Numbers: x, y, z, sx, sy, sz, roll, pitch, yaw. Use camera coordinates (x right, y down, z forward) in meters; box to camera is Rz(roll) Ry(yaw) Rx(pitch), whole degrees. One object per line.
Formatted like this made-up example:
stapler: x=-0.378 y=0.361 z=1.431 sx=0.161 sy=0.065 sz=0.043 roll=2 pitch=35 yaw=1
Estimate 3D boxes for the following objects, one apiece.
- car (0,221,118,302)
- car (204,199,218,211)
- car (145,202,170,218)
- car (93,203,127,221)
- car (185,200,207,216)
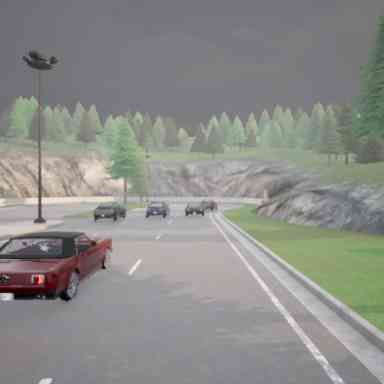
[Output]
car: x=-3.397 y=1.644 z=8.326 sx=1.895 sy=1.301 sz=4.718 roll=0 pitch=0 yaw=0
car: x=2.241 y=1.717 z=44.348 sx=2.128 sy=1.511 sz=4.902 roll=0 pitch=0 yaw=15
car: x=-3.230 y=1.689 z=32.090 sx=1.812 sy=1.442 sz=4.674 roll=0 pitch=0 yaw=2
car: x=-6.850 y=1.635 z=28.164 sx=2.128 sy=1.511 sz=4.902 roll=0 pitch=0 yaw=1
car: x=0.351 y=1.775 z=34.163 sx=1.895 sy=1.301 sz=4.718 roll=0 pitch=0 yaw=3
